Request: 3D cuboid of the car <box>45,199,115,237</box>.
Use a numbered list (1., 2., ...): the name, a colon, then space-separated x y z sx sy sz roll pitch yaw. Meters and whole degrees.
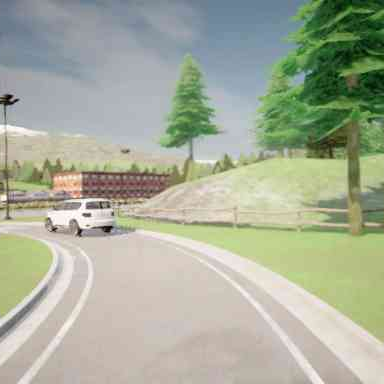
1. car: -6.838 1.451 20.067 5.566 2.045 2.150 -2 -1 44
